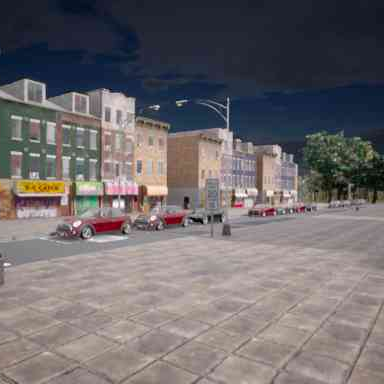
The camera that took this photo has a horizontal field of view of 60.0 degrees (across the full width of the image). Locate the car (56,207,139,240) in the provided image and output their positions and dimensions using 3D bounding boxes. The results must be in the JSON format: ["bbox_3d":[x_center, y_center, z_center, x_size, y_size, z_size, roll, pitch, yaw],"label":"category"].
[{"bbox_3d":[-5.180,1.567,17.898,1.967,1.590,4.097,0,0,36],"label":"car"}]

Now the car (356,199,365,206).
[{"bbox_3d":[39.346,2.611,79.588,1.947,1.339,4.313,0,-1,36],"label":"car"}]

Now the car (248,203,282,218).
[{"bbox_3d":[7.541,1.923,35.523,1.887,1.381,4.507,0,-1,36],"label":"car"}]

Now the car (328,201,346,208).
[{"bbox_3d":[26.624,2.323,61.962,2.008,1.369,4.403,0,-1,36],"label":"car"}]

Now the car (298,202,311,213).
[{"bbox_3d":[13.902,2.053,44.336,1.887,1.381,4.507,0,-1,36],"label":"car"}]

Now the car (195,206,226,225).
[{"bbox_3d":[1.180,1.816,26.710,1.947,1.339,4.313,0,-1,36],"label":"car"}]

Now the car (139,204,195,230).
[{"bbox_3d":[-1.999,1.628,22.304,1.967,1.590,4.097,0,0,36],"label":"car"}]

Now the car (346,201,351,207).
[{"bbox_3d":[29.804,2.406,66.368,1.947,1.339,4.313,0,-1,36],"label":"car"}]

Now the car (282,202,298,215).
[{"bbox_3d":[10.722,1.994,39.930,2.008,1.369,4.403,0,-1,36],"label":"car"}]

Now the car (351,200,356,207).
[{"bbox_3d":[32.985,2.491,70.775,1.802,1.307,4.206,0,-1,36],"label":"car"}]

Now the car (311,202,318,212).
[{"bbox_3d":[17.083,2.139,48.743,1.947,1.339,4.313,0,-1,36],"label":"car"}]
